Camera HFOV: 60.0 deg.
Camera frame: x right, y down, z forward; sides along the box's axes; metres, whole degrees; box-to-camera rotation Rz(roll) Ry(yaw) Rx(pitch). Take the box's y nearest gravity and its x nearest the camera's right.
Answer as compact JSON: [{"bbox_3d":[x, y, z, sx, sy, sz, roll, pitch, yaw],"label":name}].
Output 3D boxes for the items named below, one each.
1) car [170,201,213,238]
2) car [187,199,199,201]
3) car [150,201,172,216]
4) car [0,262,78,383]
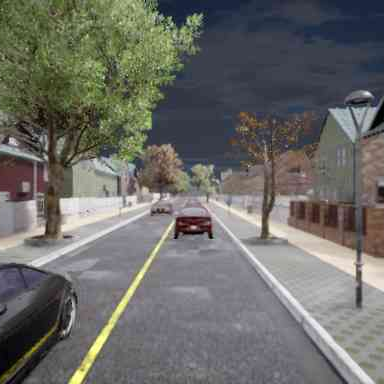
[{"bbox_3d":[0.078,1.451,17.569,1.882,1.535,5.008,0,0,0],"label":"car"},{"bbox_3d":[0.095,1.495,37.183,2.033,1.411,5.357,0,0,0],"label":"car"},{"bbox_3d":[-2.844,1.518,32.032,1.994,1.385,4.181,0,0,0],"label":"car"},{"bbox_3d":[-2.834,1.558,3.721,1.994,1.385,4.181,0,0,0],"label":"car"}]
